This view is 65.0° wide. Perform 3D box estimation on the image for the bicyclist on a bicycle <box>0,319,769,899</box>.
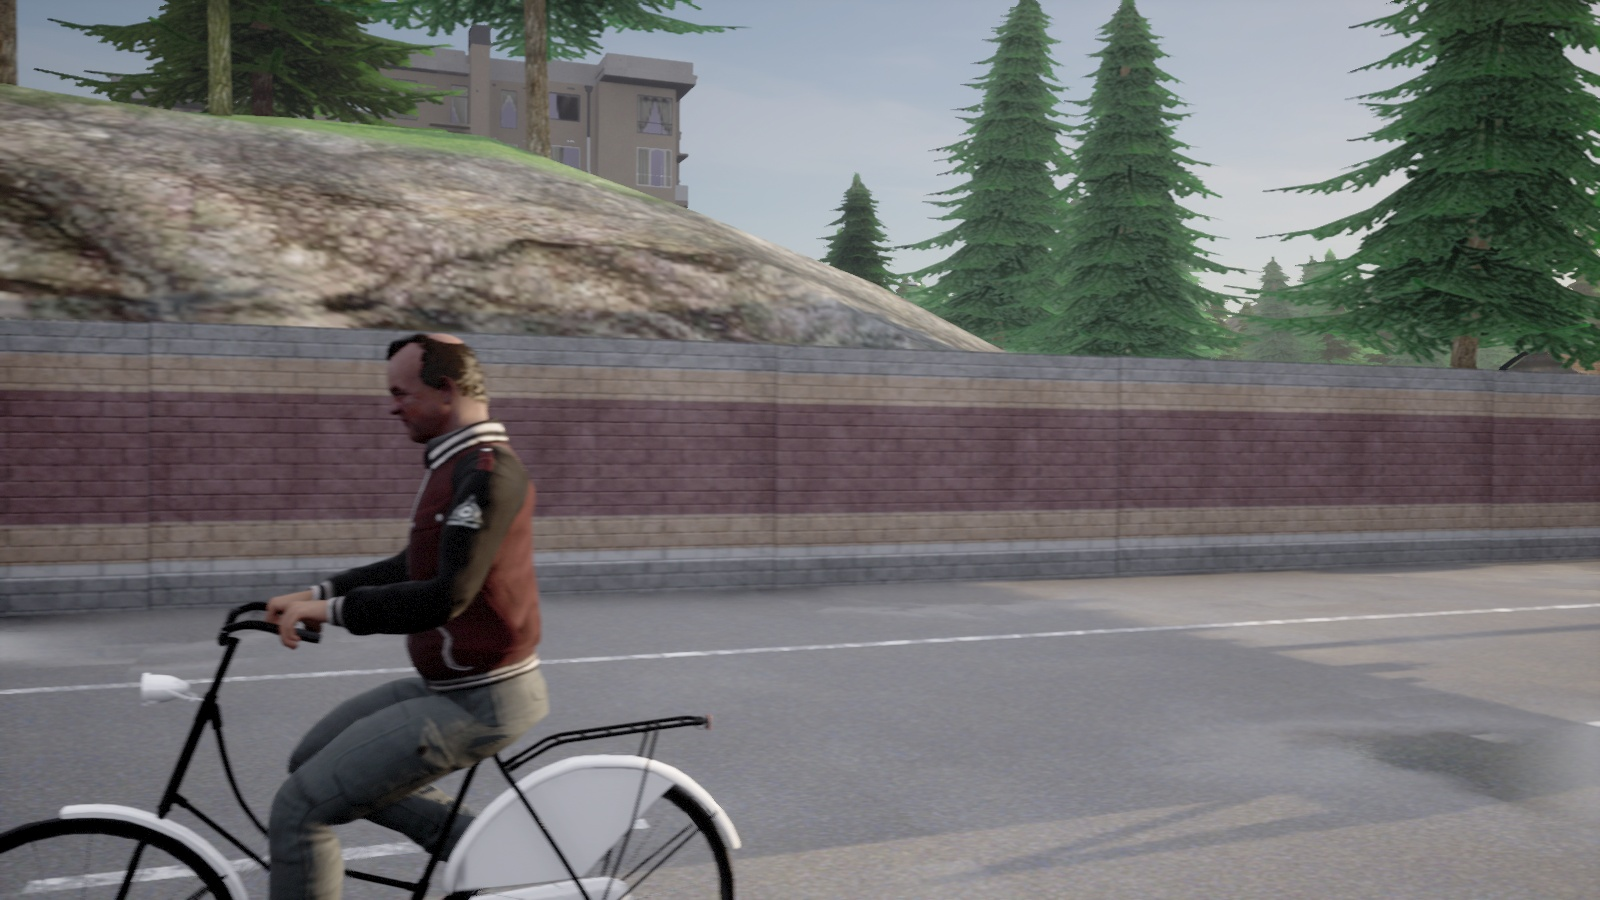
[{"bbox_3d":[-1.053,0.634,2.838,1.843,1.776,0.659,-1,1,-21],"label":"bicyclist on a bicycle"}]
